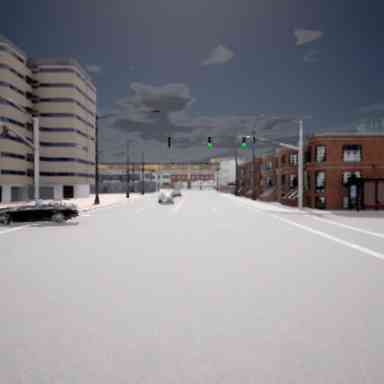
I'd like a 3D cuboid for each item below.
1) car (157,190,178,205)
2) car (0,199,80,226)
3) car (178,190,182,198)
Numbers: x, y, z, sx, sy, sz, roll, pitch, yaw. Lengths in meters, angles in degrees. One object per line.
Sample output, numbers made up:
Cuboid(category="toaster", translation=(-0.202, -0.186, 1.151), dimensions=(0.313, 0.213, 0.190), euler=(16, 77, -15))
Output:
Cuboid(category="car", translation=(-3.244, 0.827, 42.236), dimensions=(2.128, 1.511, 4.902), euler=(0, 2, 0))
Cuboid(category="car", translation=(-9.346, 1.216, 20.039), dimensions=(4.902, 1.511, 2.128), euler=(-1, 3, -10))
Cuboid(category="car", translation=(-3.093, 0.305, 67.905), dimensions=(1.882, 1.535, 5.008), euler=(0, 1, 0))
